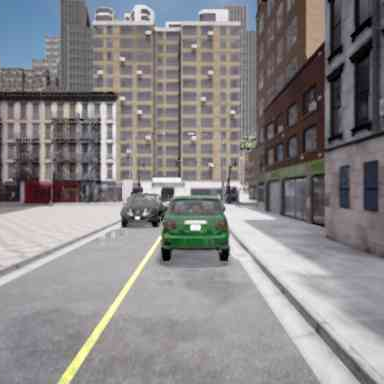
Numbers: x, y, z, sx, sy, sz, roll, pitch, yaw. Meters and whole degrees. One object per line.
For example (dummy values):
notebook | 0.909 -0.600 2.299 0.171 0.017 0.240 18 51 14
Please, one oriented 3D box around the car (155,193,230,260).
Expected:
car | 0.105 1.146 12.279 2.150 2.045 5.566 0 -1 0

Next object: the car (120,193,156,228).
car | -3.090 1.095 21.636 2.150 2.045 5.566 0 0 0

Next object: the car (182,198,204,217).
car | 0.112 1.323 30.263 1.837 1.490 4.892 0 0 0
